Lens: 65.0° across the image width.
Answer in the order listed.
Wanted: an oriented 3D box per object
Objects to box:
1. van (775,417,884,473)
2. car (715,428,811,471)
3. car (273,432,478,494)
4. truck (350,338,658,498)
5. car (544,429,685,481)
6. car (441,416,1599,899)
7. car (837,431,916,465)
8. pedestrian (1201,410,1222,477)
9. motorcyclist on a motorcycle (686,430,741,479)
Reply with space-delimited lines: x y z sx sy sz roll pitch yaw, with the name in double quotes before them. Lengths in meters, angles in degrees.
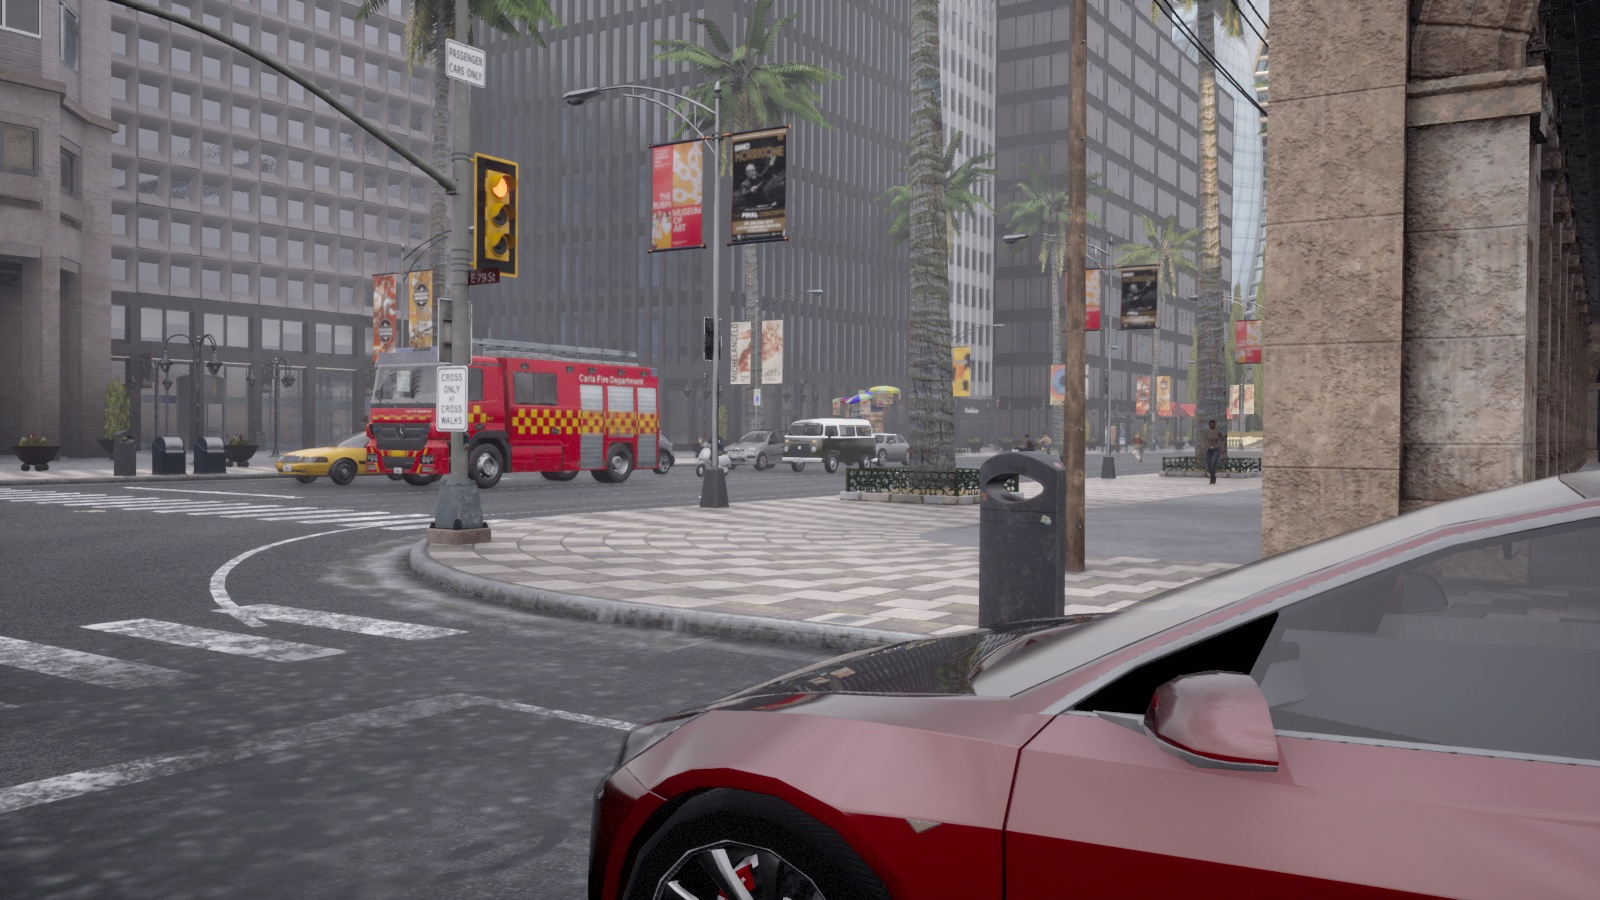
"van" 1.180 -0.208 47.746 2.069 2.038 4.480 0 1 33
"car" -1.431 -0.042 50.141 1.851 1.617 3.988 0 1 33
"car" -11.593 0.301 34.719 1.801 1.575 5.366 0 1 34
"truck" -7.730 -0.831 34.274 2.891 3.827 8.468 0 1 33
"car" -6.252 0.133 42.845 2.033 1.649 4.856 0 1 34
"car" 1.787 0.681 2.457 4.792 1.488 2.163 0 1 33
"car" 3.556 -0.123 57.677 1.970 1.475 3.806 0 1 33
"pedestrian" 11.204 -0.180 34.166 0.328 1.805 0.869 0 1 33
"motorcyclist on a motorcycle" -2.858 0.142 41.631 0.866 1.590 1.817 0 1 33
